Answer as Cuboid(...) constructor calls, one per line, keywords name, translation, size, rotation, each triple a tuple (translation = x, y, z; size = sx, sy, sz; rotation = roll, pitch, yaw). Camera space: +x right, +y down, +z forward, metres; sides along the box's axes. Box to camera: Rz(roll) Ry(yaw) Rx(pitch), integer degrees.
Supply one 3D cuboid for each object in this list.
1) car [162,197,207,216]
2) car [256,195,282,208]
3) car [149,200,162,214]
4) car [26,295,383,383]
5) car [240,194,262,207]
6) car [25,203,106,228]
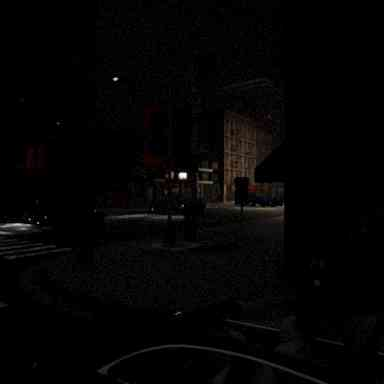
Cuboid(name="car", translation=(-0.461, 1.391, 33.345), size=(2.097, 1.767, 4.553), rotation=(0, 0, 36))
Cuboid(name="car", translation=(12.141, 1.568, 50.808), size=(1.882, 1.535, 5.008), rotation=(0, 0, 36))
Cuboid(name="car", translation=(-2.610, 1.529, 35.929), size=(2.128, 1.511, 4.902), rotation=(0, 0, 36))
Cuboid(name="car", translation=(0.449, 1.551, 2.529), size=(4.403, 1.369, 2.008), rotation=(0, 0, 36))
Cuboid(name="car", translation=(9.556, 1.308, 52.776), size=(2.150, 2.045, 5.566), rotation=(0, 0, 36))
Cuboid(name="car", translation=(-8.265, 1.617, 22.442), size=(1.895, 1.301, 4.718), rotation=(0, 0, 36))
